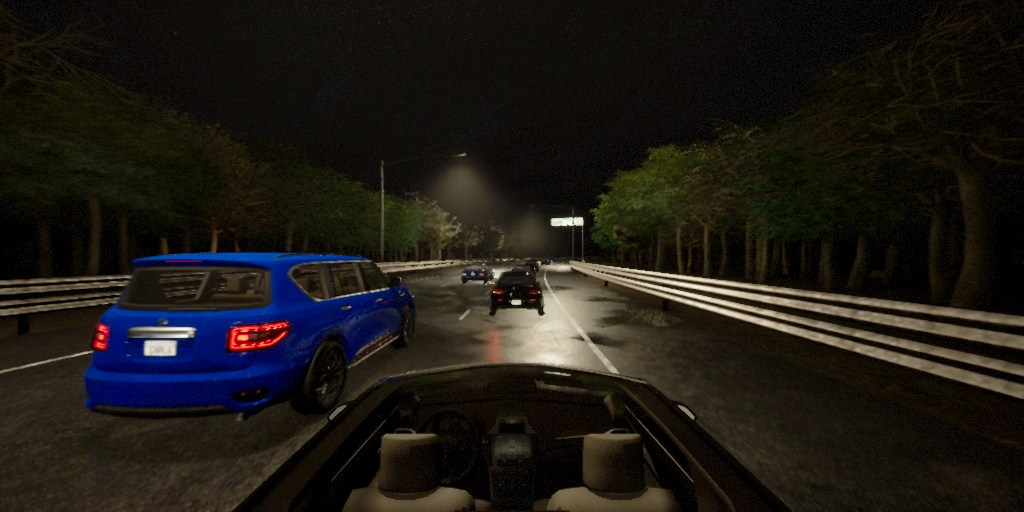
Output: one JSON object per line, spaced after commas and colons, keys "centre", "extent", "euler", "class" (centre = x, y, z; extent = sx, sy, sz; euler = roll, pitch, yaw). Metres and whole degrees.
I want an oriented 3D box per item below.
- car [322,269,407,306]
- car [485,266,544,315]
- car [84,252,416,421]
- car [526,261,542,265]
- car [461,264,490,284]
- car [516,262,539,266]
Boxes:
{"centre": [-6.580, 1.342, 16.695], "extent": [1.895, 1.301, 4.718], "euler": [0, 0, 2], "class": "car"}
{"centre": [0.210, 1.281, 13.499], "extent": [1.812, 1.442, 4.674], "euler": [0, 0, 2], "class": "car"}
{"centre": [-3.349, 0.968, 6.129], "extent": [2.150, 2.045, 5.566], "euler": [0, 0, 1], "class": "car"}
{"centre": [2.410, 1.287, 44.732], "extent": [1.812, 1.442, 4.674], "euler": [0, 0, 6], "class": "car"}
{"centre": [-2.539, 1.301, 27.193], "extent": [2.033, 1.411, 5.357], "euler": [0, 0, 4], "class": "car"}
{"centre": [0.801, 1.324, 26.100], "extent": [1.994, 1.385, 4.181], "euler": [0, 0, 4], "class": "car"}
